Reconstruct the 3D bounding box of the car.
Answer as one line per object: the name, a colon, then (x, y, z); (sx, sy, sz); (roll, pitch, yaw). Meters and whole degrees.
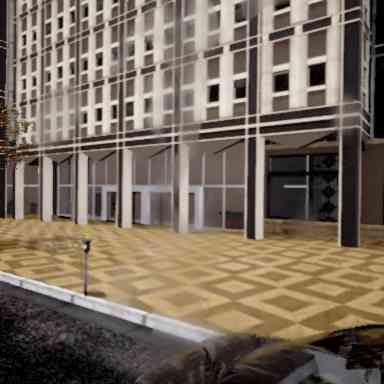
car: (1.355, 1.566, 1.894); (4.313, 1.339, 1.947); (0, 1, 36)
